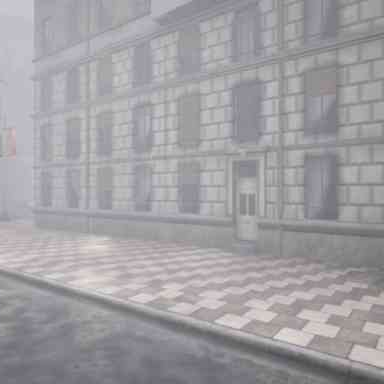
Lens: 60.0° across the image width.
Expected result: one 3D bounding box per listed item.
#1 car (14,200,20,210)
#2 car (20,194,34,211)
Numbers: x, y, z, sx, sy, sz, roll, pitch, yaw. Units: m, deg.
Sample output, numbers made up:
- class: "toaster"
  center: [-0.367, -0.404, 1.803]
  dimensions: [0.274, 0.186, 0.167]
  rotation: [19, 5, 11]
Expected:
- class: "car"
  center: [-19.215, 1.221, 41.817]
  dimensions: [2.150, 2.045, 5.566]
  rotation: [0, 0, 36]
- class: "car"
  center: [-17.025, 1.352, 38.868]
  dimensions: [2.097, 1.767, 4.553]
  rotation: [0, 0, 36]
